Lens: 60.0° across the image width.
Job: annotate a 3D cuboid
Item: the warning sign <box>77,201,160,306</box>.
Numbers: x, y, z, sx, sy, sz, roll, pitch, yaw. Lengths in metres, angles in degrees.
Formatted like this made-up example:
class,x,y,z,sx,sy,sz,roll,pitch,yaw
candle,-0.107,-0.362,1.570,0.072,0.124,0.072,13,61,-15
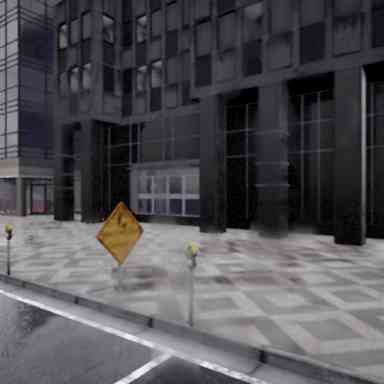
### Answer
class,x,y,z,sx,sy,sz,roll,pitch,yaw
warning sign,-1.479,1.127,6.841,1.060,1.860,1.300,0,0,35
